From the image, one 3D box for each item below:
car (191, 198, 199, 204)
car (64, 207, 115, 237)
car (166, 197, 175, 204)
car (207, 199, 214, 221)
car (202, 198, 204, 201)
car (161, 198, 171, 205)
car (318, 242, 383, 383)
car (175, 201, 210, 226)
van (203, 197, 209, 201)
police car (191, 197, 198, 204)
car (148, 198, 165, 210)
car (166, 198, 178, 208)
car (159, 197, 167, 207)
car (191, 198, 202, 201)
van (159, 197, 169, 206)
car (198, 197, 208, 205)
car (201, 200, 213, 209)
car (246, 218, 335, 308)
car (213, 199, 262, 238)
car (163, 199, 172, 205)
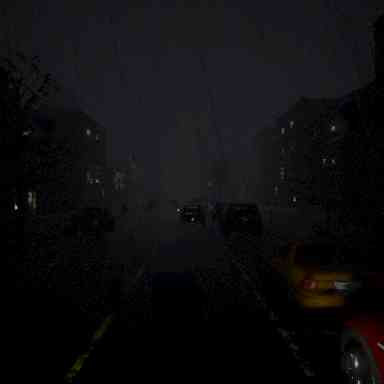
[{"bbox_3d":[0.749,2.321,85.728,1.837,1.490,4.892,0,-1,0],"label":"car"},{"bbox_3d":[-5.726,1.625,18.957,1.967,1.590,4.097,-1,-1,0],"label":"car"},{"bbox_3d":[-5.854,2.309,91.083,1.967,1.590,4.097,-1,-1,0],"label":"car"},{"bbox_3d":[2.635,1.728,30.070,1.967,1.590,4.097,-1,-1,0],"label":"car"},{"bbox_3d":[2.606,1.991,46.714,1.887,1.381,4.507,-1,-1,0],"label":"car"},{"bbox_3d":[-5.825,2.152,74.438,1.967,1.590,4.097,-1,-1,0],"label":"car"},{"bbox_3d":[2.684,1.463,2.330,1.967,1.590,4.097,-1,-1,0],"label":"car"},{"bbox_3d":[0.057,1.740,25.872,2.128,1.511,4.902,0,-1,0],"label":"car"},{"bbox_3d":[2.614,1.734,41.168,1.690,1.788,3.998,-1,-1,0],"label":"van"},{"bbox_3d":[0.738,2.299,91.840,1.930,1.638,5.238,0,-1,0],"label":"police car"},{"bbox_3d":[-5.784,2.052,52.245,2.008,1.369,4.403,-1,-1,0],"label":"car"},{"bbox_3d":[-3.149,2.091,59.126,1.812,1.442,4.674,0,0,0],"label":"car"},{"bbox_3d":[-5.806,1.922,63.343,2.192,1.841,5.009,-1,-1,0],"label":"car"},{"bbox_3d":[0.018,1.913,45.525,1.882,1.535,5.008,0,0,0],"label":"car"},{"bbox_3d":[-5.816,2.000,68.891,1.690,1.788,3.998,-1,-1,0],"label":"van"},{"bbox_3d":[2.545,2.076,80.005,2.192,1.841,5.009,-1,-1,0],"label":"car"},{"bbox_3d":[2.587,2.133,57.810,1.802,1.307,4.206,-1,-1,0],"label":"car"},{"bbox_3d":[2.674,1.603,8.047,1.752,1.417,4.829,-1,-1,0],"label":"car"},{"bbox_3d":[2.653,1.497,18.975,2.192,1.841,5.009,-1,-1,0],"label":"car"},{"bbox_3d":[-5.834,2.309,79.986,1.887,1.381,4.507,-1,-1,0],"label":"car"}]
